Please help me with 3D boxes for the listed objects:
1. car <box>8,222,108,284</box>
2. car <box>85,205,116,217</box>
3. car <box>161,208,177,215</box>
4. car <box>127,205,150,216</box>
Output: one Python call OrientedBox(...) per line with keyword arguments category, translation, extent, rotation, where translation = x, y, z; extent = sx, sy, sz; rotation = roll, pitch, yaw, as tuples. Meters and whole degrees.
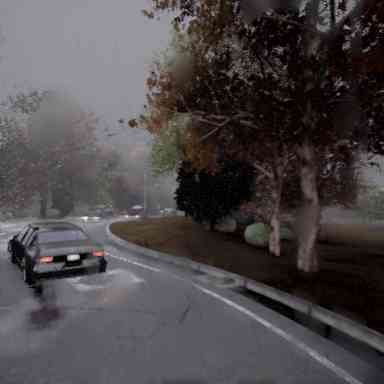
OrientedBox(category="car", translation=(-4.213, 1.610, 9.937), extent=(2.033, 1.411, 5.357), rotation=(0, 0, -34))
OrientedBox(category="car", translation=(-10.340, 2.110, 37.865), extent=(1.994, 1.385, 4.181), rotation=(0, -3, 14))
OrientedBox(category="car", translation=(-4.339, 3.786, 63.008), extent=(2.097, 1.767, 4.553), rotation=(0, -5, 14))
OrientedBox(category="car", translation=(-7.764, 2.695, 48.712), extent=(1.882, 1.535, 5.008), rotation=(0, -4, 13))
